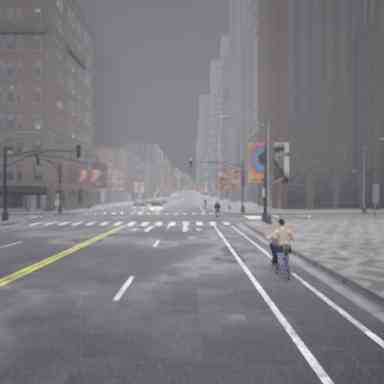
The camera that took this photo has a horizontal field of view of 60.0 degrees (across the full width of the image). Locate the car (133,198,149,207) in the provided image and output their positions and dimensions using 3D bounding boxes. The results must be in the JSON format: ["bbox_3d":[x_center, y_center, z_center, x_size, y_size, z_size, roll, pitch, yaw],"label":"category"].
[{"bbox_3d":[-9.808,2.066,62.796,1.812,1.442,4.674,0,0,0],"label":"car"}]

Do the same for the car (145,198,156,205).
[{"bbox_3d":[-9.795,2.145,78.229,1.882,1.535,5.008,0,0,0],"label":"car"}]

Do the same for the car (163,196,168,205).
[{"bbox_3d":[-6.545,2.207,78.232,2.033,1.411,5.357,0,0,0],"label":"car"}]

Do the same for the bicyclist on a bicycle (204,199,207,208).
[{"bbox_3d":[2.236,1.924,54.861,0.582,1.620,1.656,0,-1,0],"label":"bicyclist on a bicycle"}]

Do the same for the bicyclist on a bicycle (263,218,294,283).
[{"bbox_3d":[2.382,1.507,8.960,0.866,1.612,1.509,0,-1,-2],"label":"bicyclist on a bicycle"}]

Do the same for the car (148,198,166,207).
[{"bbox_3d":[-6.554,2.141,62.768,1.895,1.301,4.718,0,0,0],"label":"car"}]

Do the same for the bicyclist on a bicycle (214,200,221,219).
[{"bbox_3d":[2.257,1.620,29.531,0.659,1.776,1.843,0,-1,0],"label":"bicyclist on a bicycle"}]
